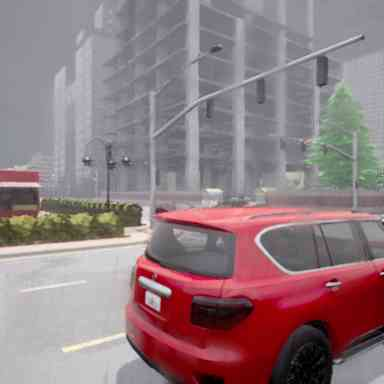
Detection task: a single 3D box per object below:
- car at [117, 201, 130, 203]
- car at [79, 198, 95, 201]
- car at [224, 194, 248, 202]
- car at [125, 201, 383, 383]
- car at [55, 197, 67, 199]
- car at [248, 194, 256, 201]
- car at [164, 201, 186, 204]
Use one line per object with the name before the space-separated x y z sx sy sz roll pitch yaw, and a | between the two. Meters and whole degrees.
car | -6.796 1.597 33.088 1.895 1.301 4.718 0 0 -36
car | -13.062 1.474 41.746 1.882 1.535 5.008 0 0 -36
car | 6.806 1.255 54.683 1.905 1.878 3.866 0 0 -36
car | 1.778 1.237 5.020 5.566 2.045 2.150 0 0 -35
car | -20.305 1.488 51.814 2.128 1.511 4.902 0 0 -35
car | 9.198 1.266 56.394 1.905 1.878 3.866 0 0 -36
car | -1.001 1.474 25.074 1.882 1.535 5.008 0 0 -36
